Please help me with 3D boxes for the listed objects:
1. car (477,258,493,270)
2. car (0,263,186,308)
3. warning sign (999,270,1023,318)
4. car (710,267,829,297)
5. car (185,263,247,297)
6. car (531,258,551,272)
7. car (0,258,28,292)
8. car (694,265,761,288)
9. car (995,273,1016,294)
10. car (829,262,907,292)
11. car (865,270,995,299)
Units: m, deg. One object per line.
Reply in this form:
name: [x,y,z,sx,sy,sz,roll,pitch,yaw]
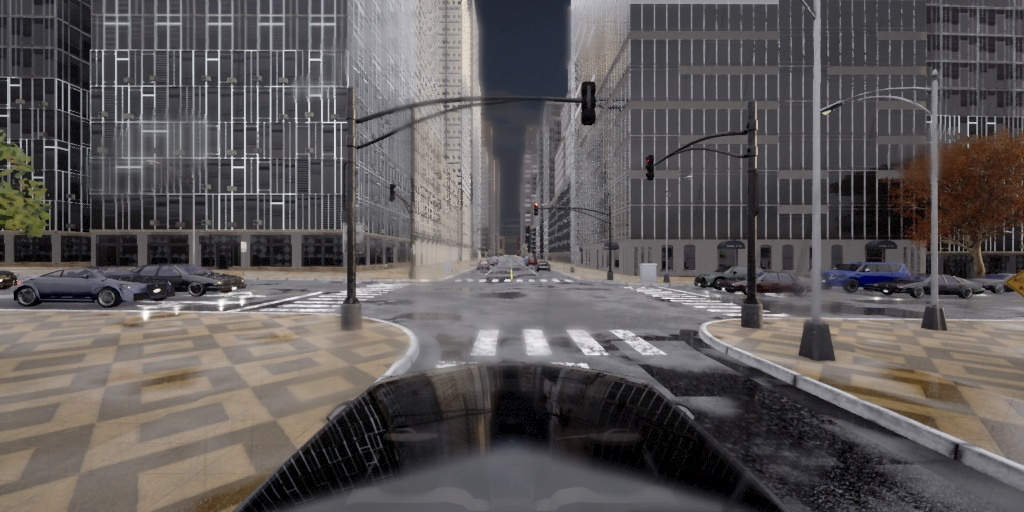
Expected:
car: [-4.043,1.342,51.180,1.802,1.307,4.207,0,0,0]
car: [-15.083,1.063,13.133,4.181,1.385,1.994,1,0,-3]
warning sign: [17.271,1.204,11.892,1.060,1.860,1.300,0,0,-3]
car: [15.122,1.595,21.250,5.357,1.411,2.033,1,0,-3]
car: [-15.357,1.040,16.408,5.357,1.411,2.033,1,0,0]
car: [3.912,1.329,45.690,1.948,1.339,4.313,0,0,0]
car: [-25.279,0.816,15.914,4.892,1.490,1.837,1,0,-3]
car: [14.990,1.396,24.498,4.553,1.767,2.097,1,0,-3]
car: [34.886,1.948,25.423,5.357,1.411,2.033,1,0,-2]
car: [24.333,1.433,24.933,5.566,2.045,2.150,1,0,-3]
car: [25.181,1.775,21.721,5.357,1.411,2.033,1,0,-3]
